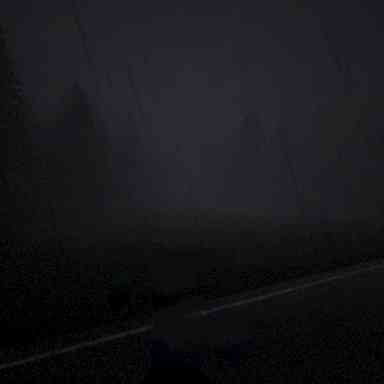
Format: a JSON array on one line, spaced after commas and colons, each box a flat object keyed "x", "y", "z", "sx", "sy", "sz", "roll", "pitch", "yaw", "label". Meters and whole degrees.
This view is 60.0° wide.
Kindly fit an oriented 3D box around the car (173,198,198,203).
[{"x": -0.926, "y": 1.612, "z": 46.382, "sx": 2.128, "sy": 1.511, "sz": 4.902, "roll": 0, "pitch": 0, "yaw": -35, "label": "car"}]
